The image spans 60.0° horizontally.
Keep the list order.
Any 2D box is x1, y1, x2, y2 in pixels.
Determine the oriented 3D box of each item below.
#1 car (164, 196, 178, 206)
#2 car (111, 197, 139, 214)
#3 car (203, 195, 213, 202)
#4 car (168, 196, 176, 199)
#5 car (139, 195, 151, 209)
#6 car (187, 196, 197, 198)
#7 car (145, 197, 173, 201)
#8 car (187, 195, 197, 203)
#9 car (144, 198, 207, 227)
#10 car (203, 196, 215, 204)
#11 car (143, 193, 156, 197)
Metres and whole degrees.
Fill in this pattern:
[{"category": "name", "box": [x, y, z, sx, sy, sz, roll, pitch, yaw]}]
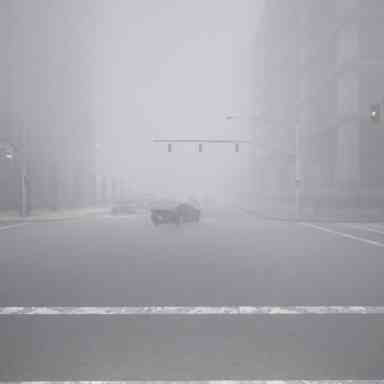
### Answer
[{"category": "car", "box": [-3.580, 1.492, 57.071, 2.128, 1.511, 4.902, 0, 0, 0]}, {"category": "car", "box": [-7.098, 1.505, 34.893, 1.837, 1.490, 4.892, 0, 0, 0]}, {"category": "car", "box": [3.504, 1.508, 73.676, 1.812, 1.442, 4.674, 0, 0, 0]}, {"category": "car", "box": [-3.596, 1.478, 46.708, 1.882, 1.535, 5.008, 0, 0, 0]}, {"category": "car", "box": [-7.095, 1.505, 44.297, 1.837, 1.490, 4.892, 0, 0, 0]}, {"category": "car", "box": [0.101, 1.564, 50.431, 1.994, 1.385, 4.181, 0, 0, 0]}, {"category": "car", "box": [-3.598, 1.547, 37.062, 2.033, 1.411, 5.357, 0, 0, 0]}, {"category": "car", "box": [0.056, 1.491, 69.720, 2.128, 1.511, 4.902, 0, 0, 1]}, {"category": "car", "box": [-0.957, 1.449, 22.806, 1.882, 1.535, 5.008, 1, 0, 24]}, {"category": "car", "box": [3.504, 1.492, 64.601, 2.128, 1.511, 4.902, 0, 0, 0]}, {"category": "car", "box": [-7.085, 1.221, 54.661, 2.150, 2.045, 5.566, 0, 0, 0]}]
